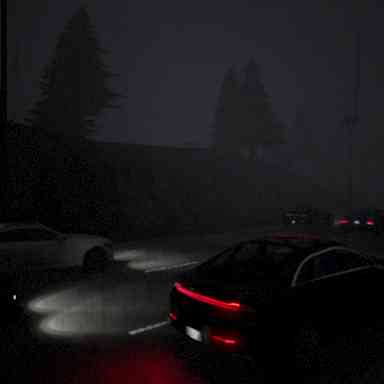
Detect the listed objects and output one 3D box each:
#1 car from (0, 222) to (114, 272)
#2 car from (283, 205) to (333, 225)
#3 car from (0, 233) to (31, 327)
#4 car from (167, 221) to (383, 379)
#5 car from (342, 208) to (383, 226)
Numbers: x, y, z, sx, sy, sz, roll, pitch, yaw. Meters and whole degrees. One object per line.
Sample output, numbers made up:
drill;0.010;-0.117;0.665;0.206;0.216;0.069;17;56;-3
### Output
car;-4.535;1.576;9.346;4.674;1.442;1.812;0;0;-37
car;7.610;1.589;21.579;2.128;1.511;4.902;0;0;41
car;-5.295;1.575;4.434;5.357;1.411;2.033;0;0;-34
car;1.876;1.518;5.623;4.902;1.511;2.128;0;0;-40
car;10.175;1.631;19.151;2.033;1.411;5.357;0;0;40
